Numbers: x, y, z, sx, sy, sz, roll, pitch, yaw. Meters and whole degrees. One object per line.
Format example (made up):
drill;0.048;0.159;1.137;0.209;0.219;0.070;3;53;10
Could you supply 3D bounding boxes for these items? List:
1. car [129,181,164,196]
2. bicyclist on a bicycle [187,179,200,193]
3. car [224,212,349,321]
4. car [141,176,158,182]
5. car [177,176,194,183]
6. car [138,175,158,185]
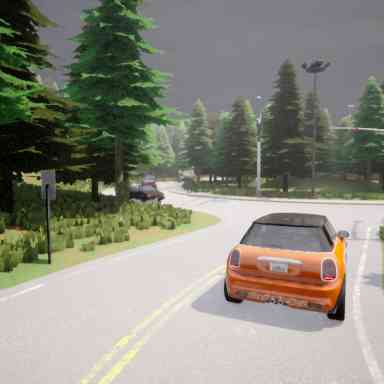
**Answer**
car;-4.522;0.078;30.804;2.033;1.411;5.357;-3;5;-35
bicyclist on a bicycle;0.159;-0.643;37.310;1.656;1.620;0.582;-3;5;-28
car;2.359;1.241;7.548;2.097;1.767;4.553;2;2;25
car;-5.900;-1.093;46.691;1.882;1.535;5.008;-1;4;-3
car;-1.301;-2.678;69.826;1.812;1.442;4.674;3;5;35
car;-8.338;-2.343;63.724;2.097;1.767;4.553;1;4;16
